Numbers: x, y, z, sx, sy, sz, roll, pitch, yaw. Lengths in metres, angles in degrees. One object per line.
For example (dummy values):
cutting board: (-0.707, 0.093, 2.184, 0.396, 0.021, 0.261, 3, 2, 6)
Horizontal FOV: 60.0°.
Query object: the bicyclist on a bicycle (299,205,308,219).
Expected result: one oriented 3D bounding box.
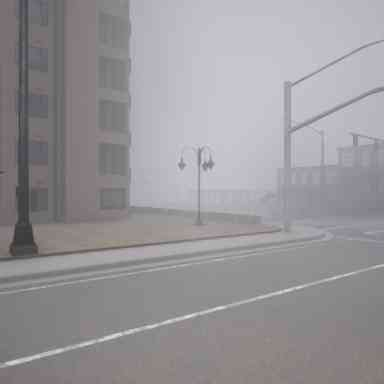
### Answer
bicyclist on a bicycle: (13.605, 2.461, 40.705, 1.656, 1.620, 0.582, 0, -8, -35)
